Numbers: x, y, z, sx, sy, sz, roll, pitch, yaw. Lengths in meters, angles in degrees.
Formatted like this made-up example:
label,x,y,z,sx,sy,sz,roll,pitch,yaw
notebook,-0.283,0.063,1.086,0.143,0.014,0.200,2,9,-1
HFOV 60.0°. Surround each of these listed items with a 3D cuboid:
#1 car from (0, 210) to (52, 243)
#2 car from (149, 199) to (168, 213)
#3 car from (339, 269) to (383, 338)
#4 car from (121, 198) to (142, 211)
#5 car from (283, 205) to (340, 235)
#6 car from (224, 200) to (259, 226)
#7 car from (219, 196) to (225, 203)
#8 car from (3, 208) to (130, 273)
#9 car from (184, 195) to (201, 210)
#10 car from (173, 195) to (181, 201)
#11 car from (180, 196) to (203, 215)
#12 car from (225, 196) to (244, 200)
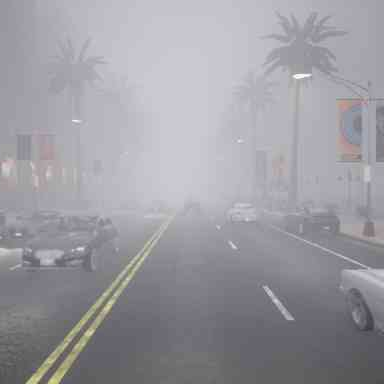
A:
label,x,y,z,sx,sy,sz,roll,pitch,yaw
car,-7.142,1.564,15.662,1.994,1.385,4.181,0,0,0
car,-3.702,1.491,37.133,2.128,1.511,4.902,0,0,0
car,3.570,1.600,3.871,1.895,1.301,4.718,0,0,0
car,-7.209,1.505,39.924,1.837,1.490,4.892,0,0,0
car,6.536,1.481,18.593,2.231,1.521,4.892,0,0,0
car,3.535,1.525,23.557,1.812,1.442,4.674,0,0,0
car,6.710,1.513,69.898,2.161,1.482,4.786,0,0,0
car,-3.628,1.491,10.797,2.128,1.511,4.902,0,0,0
car,-0.019,1.352,44.297,2.097,1.767,4.553,0,0,-1
car,-3.412,1.364,78.474,1.994,1.385,4.181,0,0,0
car,0.002,1.505,34.298,1.837,1.490,4.892,0,0,0
car,6.464,1.354,47.968,2.185,1.767,4.553,0,0,0
